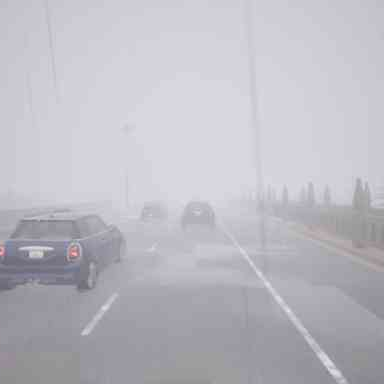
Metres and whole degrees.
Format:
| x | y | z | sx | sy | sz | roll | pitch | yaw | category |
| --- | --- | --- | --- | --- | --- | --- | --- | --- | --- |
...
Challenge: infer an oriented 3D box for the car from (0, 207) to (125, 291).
| x | y | z | sx | sy | sz | roll | pitch | yaw | category |
| --- | --- | --- | --- | --- | --- | --- | --- | --- | --- |
| -3.265 | 1.341 | 9.138 | 2.097 | 1.767 | 4.553 | 0 | 0 | 1 | car |

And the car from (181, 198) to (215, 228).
| x | y | z | sx | sy | sz | roll | pitch | yaw | category |
| --- | --- | --- | --- | --- | --- | --- | --- | --- | --- |
| 0.406 | 1.353 | 22.148 | 2.097 | 1.767 | 4.553 | 0 | 0 | 1 | car |

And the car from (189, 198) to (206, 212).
| x | y | z | sx | sy | sz | roll | pitch | yaw | category |
| --- | --- | --- | --- | --- | --- | --- | --- | --- | --- |
| 0.672 | 1.482 | 40.216 | 1.882 | 1.535 | 5.008 | 0 | 0 | 1 | car |

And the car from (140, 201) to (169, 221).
| x | y | z | sx | sy | sz | roll | pitch | yaw | category |
| --- | --- | --- | --- | --- | --- | --- | --- | --- | --- |
| -3.021 | 1.495 | 27.198 | 1.837 | 1.490 | 4.892 | 0 | 0 | 1 | car |

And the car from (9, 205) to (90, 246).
| x | y | z | sx | sy | sz | roll | pitch | yaw | category |
| --- | --- | --- | --- | --- | --- | --- | --- | --- | --- |
| -6.678 | 1.482 | 16.267 | 1.837 | 1.490 | 4.892 | 0 | 0 | 1 | car |
